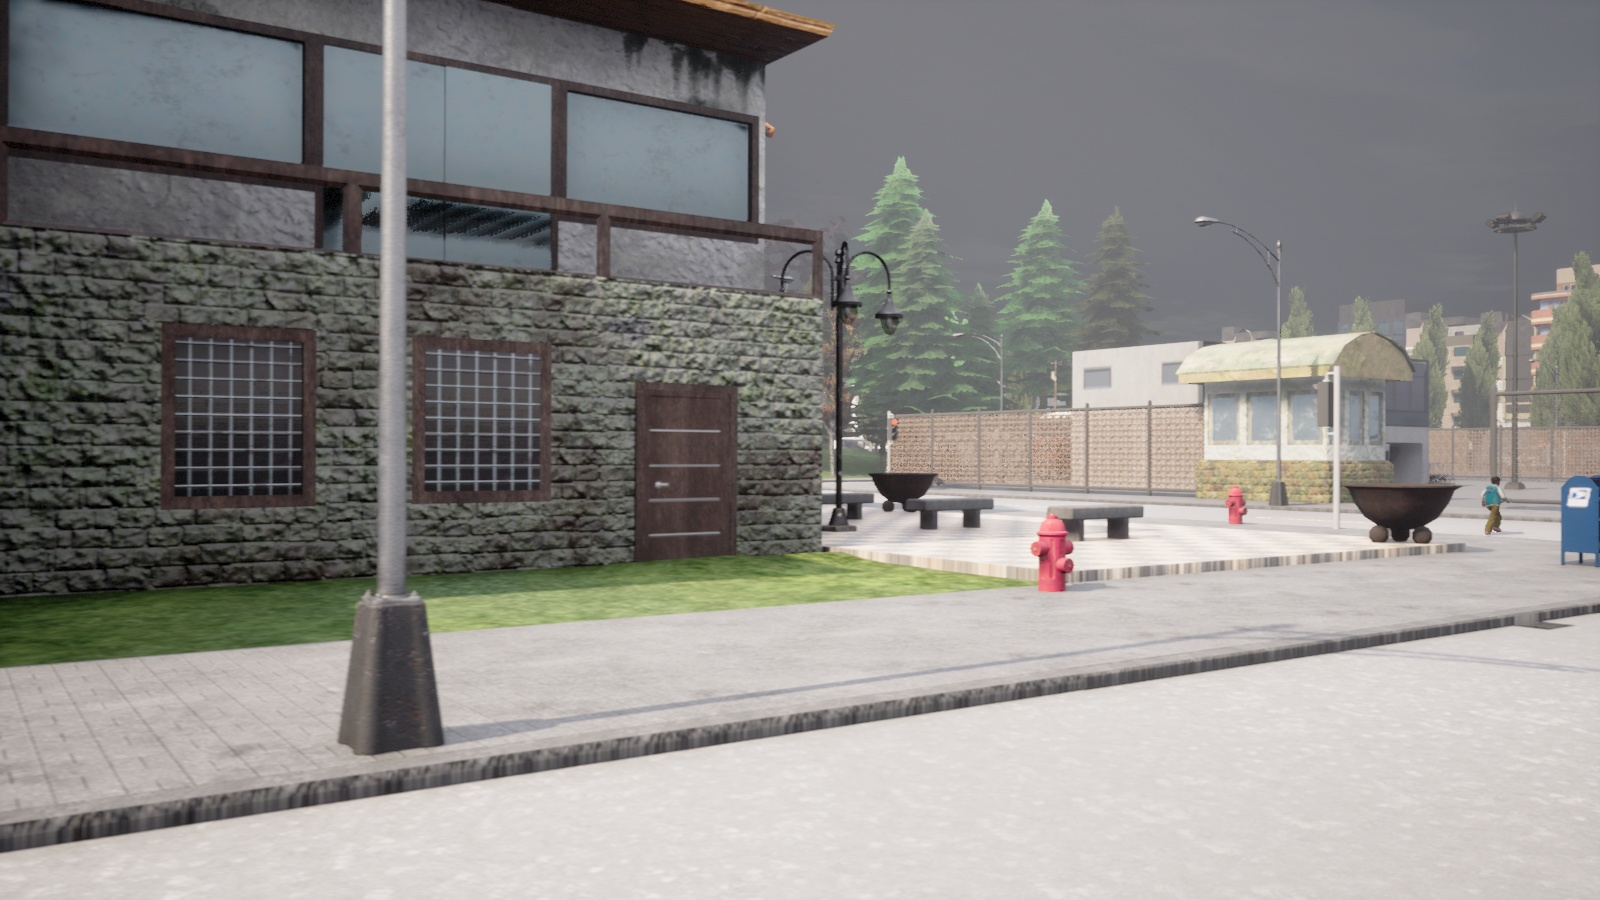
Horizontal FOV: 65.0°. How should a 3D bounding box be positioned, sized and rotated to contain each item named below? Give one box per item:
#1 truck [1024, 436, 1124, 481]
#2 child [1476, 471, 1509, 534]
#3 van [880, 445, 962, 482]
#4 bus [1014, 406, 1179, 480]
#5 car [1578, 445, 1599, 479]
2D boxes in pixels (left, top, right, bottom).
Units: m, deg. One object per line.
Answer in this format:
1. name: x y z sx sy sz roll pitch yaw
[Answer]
1. truck: 15.332 0.499 70.140 5.204 2.467 2.627 1 -1 -35
2. child: 13.234 0.997 24.004 0.448 1.192 0.343 0 0 -16
3. van: 6.662 0.748 68.983 4.442 1.987 1.775 0 0 -35
4. bus: 18.290 -0.357 77.082 10.273 4.253 3.944 1 -1 -35
5. car: 48.954 0.713 73.387 2.150 2.045 5.566 0 0 -34
